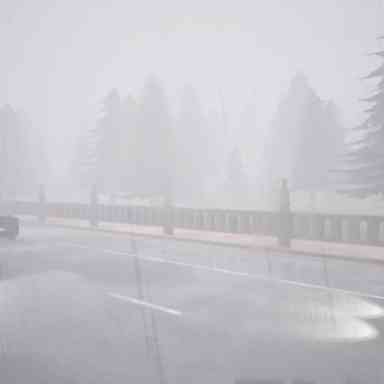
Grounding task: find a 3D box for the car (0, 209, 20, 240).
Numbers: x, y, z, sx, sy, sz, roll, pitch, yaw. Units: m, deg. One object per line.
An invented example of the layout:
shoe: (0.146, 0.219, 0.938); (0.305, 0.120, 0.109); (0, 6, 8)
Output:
car: (-10.265, 1.478, 16.043); (5.008, 1.535, 1.882); (0, 0, 37)
